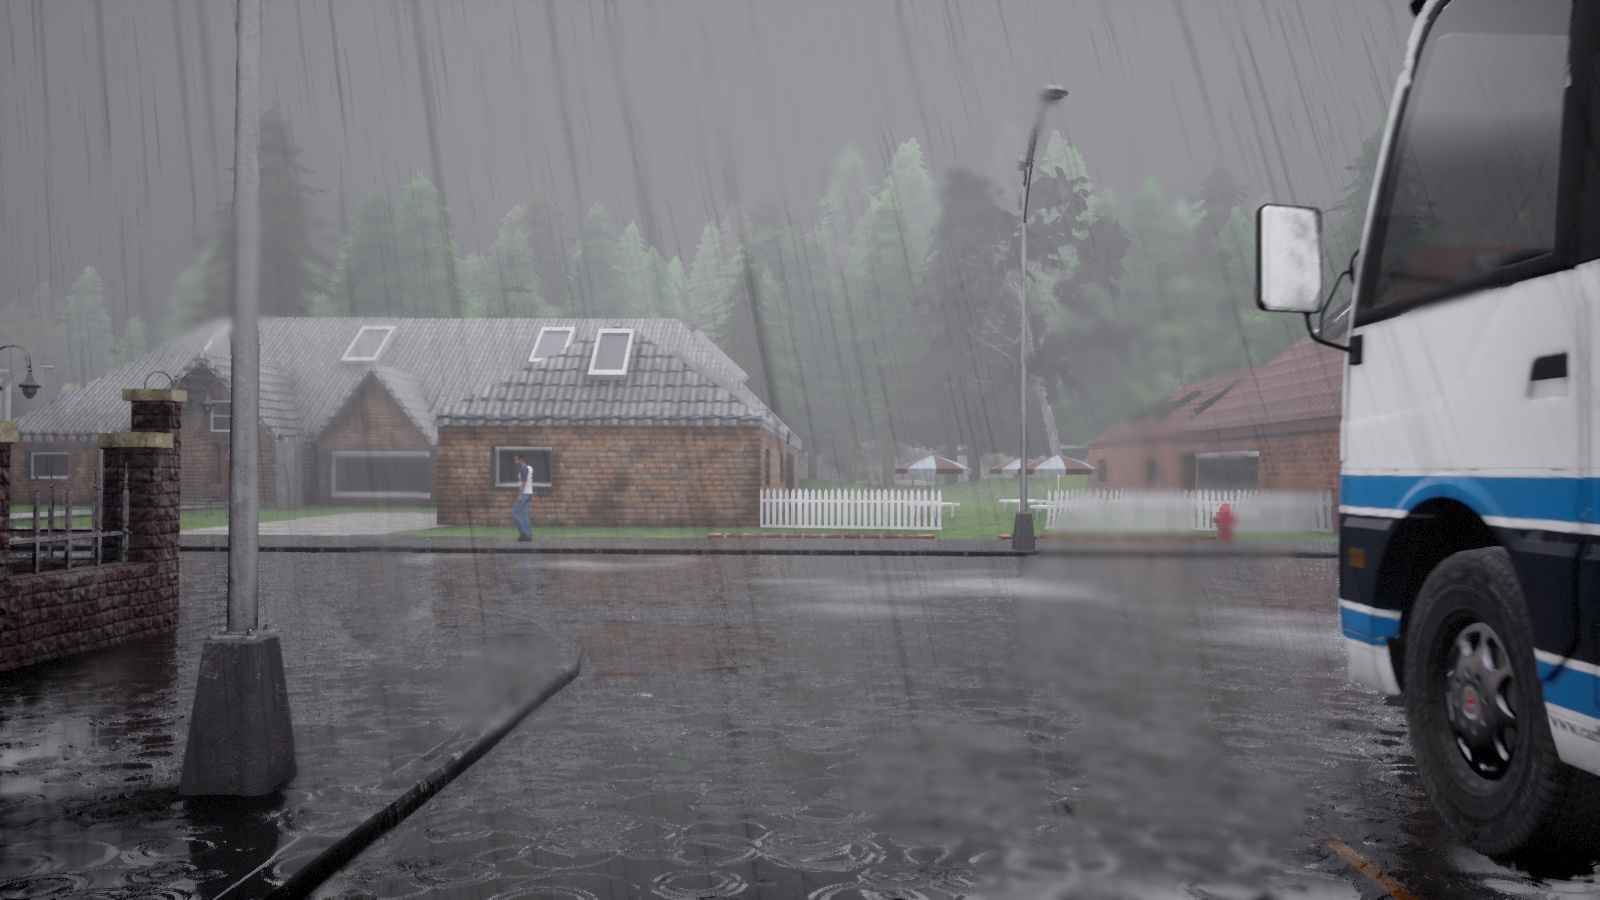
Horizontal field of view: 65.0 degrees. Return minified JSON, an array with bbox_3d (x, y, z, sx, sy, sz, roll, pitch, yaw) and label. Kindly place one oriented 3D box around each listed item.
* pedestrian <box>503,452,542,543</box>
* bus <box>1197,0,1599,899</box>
[{"bbox_3d":[-5.639,0.970,25.520,0.706,1.836,0.354,0,-1,1],"label":"pedestrian"},{"bbox_3d":[4.164,-0.542,2.167,3.944,4.253,10.273,0,-1,2],"label":"bus"}]
